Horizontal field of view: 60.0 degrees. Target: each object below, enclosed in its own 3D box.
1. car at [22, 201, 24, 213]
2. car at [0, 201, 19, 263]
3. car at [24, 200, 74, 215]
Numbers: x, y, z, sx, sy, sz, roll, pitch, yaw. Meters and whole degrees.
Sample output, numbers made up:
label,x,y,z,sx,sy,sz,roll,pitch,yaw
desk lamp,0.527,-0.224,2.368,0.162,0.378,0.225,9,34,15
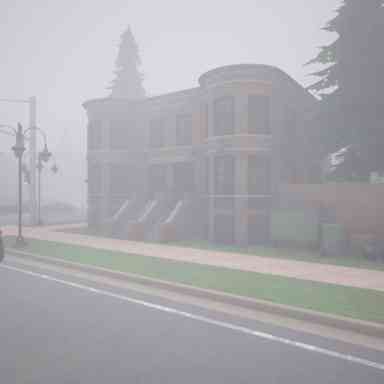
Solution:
label,x,y,z,sx,sy,sz,roll,pitch,yaw
car,-18.220,1.582,34.007,1.895,1.301,4.718,0,0,35
car,-7.366,1.215,9.222,5.566,2.045,2.150,0,0,36
car,-14.184,1.547,33.772,1.994,1.385,4.181,0,0,34
